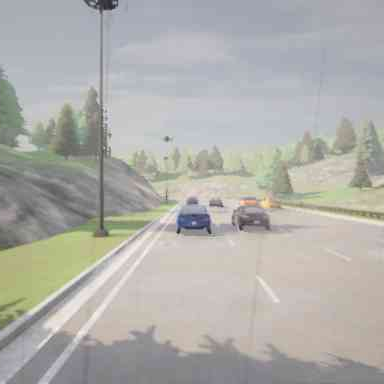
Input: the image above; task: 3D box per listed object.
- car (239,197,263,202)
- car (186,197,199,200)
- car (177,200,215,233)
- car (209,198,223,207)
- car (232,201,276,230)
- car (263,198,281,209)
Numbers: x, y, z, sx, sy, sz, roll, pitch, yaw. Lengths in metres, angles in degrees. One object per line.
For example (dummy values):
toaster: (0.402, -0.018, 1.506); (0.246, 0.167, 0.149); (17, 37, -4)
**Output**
car: (7.116, 1.360, 42.193); (2.097, 1.767, 4.553); (0, 0, 0)
car: (0.121, 1.521, 54.331); (1.837, 1.490, 4.892); (0, 0, 0)
car: (0.105, 1.484, 19.762); (1.882, 1.535, 5.008); (0, 0, 0)
car: (3.620, 1.576, 51.021); (1.994, 1.385, 4.181); (0, 0, 0)
car: (3.604, 1.529, 20.770); (1.812, 1.442, 4.674); (0, 0, 0)
car: (10.616, 1.482, 44.994); (1.882, 1.535, 5.008); (0, 0, 0)
